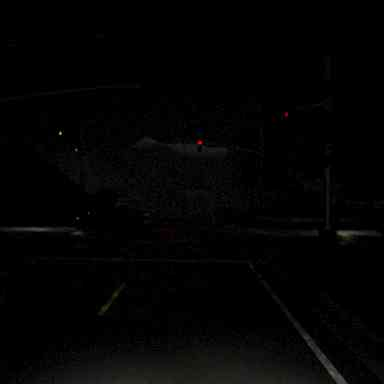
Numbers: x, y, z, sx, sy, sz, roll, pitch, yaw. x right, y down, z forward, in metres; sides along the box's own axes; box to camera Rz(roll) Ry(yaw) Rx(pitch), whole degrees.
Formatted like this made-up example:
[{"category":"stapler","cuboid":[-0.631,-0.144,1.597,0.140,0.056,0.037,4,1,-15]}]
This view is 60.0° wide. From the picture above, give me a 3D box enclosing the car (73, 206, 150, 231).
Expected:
[{"category":"car","cuboid":[-5.212,1.681,21.818,4.902,1.511,2.128,0,0,1]}]
